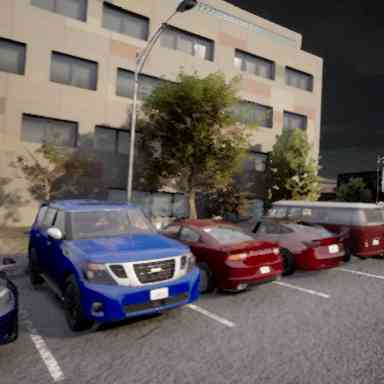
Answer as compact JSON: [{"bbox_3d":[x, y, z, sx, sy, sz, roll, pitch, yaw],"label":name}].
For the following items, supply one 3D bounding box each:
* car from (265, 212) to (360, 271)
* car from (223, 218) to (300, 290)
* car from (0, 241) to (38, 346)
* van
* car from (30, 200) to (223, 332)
[{"bbox_3d":[2.392,1.554,10.706,2.163,1.488,4.792,1,0,-35],"label":"car"},{"bbox_3d":[0.103,1.496,9.038,2.097,1.535,5.008,0,0,-36],"label":"car"},{"bbox_3d":[-4.382,1.509,5.807,2.163,1.488,4.792,0,0,-35],"label":"car"},{"bbox_3d":[4.613,1.348,12.396,1.878,1.987,4.442,1,-1,-35],"label":"van"},{"bbox_3d":[-2.107,1.235,7.429,2.435,2.045,5.566,0,0,-35],"label":"car"}]
